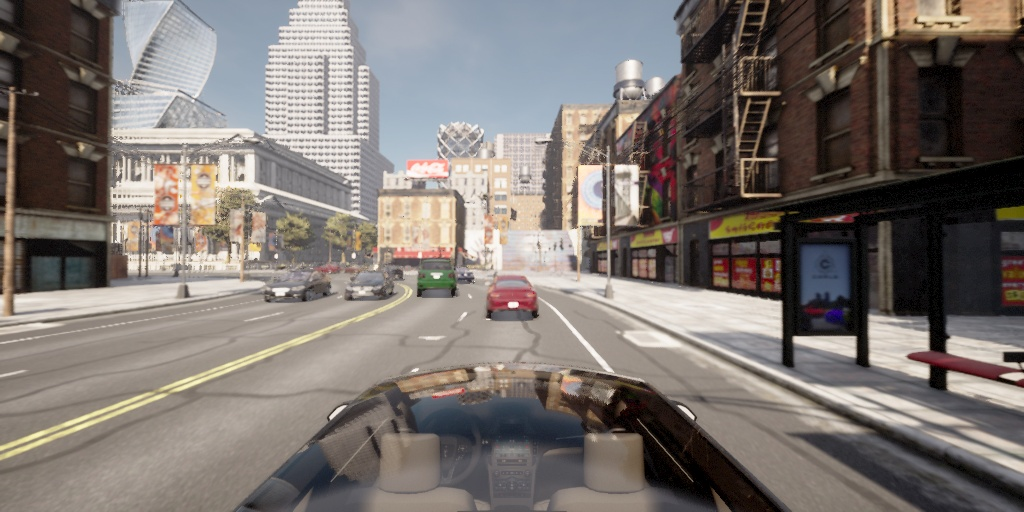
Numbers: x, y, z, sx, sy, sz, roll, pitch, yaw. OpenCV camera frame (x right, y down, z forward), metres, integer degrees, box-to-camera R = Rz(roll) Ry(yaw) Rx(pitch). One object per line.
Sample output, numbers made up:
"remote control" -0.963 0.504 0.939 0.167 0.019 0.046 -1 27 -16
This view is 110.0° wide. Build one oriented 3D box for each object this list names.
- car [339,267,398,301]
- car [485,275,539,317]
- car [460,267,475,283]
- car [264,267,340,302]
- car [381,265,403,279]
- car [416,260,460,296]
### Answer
"car" -7.542 1.517 19.358 1.812 1.442 4.674 0 -1 -10
"car" -0.063 1.438 13.861 1.812 1.442 4.674 0 -1 -3
"car" -5.240 1.720 33.237 2.033 1.411 5.357 0 -1 -29
"car" -10.987 1.507 18.737 2.128 1.511 4.902 0 -1 -10
"car" -13.298 1.749 38.400 1.837 1.490 4.892 1 -1 -41
"car" -4.568 1.239 21.700 2.150 2.045 5.566 0 -1 -12
